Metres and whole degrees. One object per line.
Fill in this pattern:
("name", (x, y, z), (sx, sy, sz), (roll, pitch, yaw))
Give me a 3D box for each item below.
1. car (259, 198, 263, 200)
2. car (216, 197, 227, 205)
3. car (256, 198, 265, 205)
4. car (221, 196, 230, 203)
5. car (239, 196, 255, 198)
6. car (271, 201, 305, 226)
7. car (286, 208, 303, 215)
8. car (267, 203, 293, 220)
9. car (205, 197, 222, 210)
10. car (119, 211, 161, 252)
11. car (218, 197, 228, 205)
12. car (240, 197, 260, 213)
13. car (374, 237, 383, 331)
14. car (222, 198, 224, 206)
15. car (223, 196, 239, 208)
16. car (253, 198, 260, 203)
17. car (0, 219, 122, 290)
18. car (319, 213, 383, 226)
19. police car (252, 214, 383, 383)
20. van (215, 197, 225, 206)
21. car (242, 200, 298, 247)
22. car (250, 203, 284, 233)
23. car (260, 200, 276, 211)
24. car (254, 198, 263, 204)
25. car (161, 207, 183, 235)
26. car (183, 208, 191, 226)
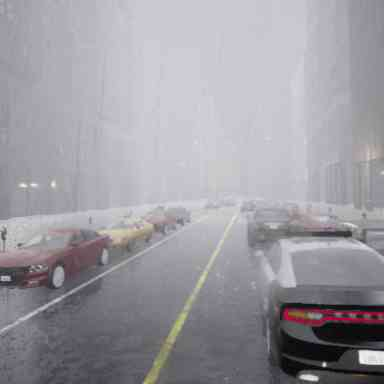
("car", (9.904, 1.696, 42.153), (1.967, 1.590, 4.097), (-2, -1, 9))
("car", (6.896, 2.086, 77.133), (2.192, 1.841, 5.009), (-2, -1, 9))
("car", (14.417, 2.069, 70.179), (1.802, 1.307, 4.206), (-2, -1, 9))
("car", (9.602, 2.227, 93.948), (2.192, 1.841, 5.009), (-2, -1, 9))
("car", (9.217, 1.928, 55.254), (2.128, 1.511, 4.902), (-2, -1, 9))
("car", (7.198, 1.558, 25.337), (1.967, 1.590, 4.097), (-2, -1, 9))
("car", (5.397, 1.573, 14.126), (1.887, 1.381, 4.507), (-2, -1, 9))
("car", (8.103, 1.730, 30.941), (1.947, 1.339, 4.313), (-2, -1, 9))
("car", (3.292, 2.025, 54.710), (1.967, 1.590, 4.097), (-2, -1, 9))
("car", (-3.045, 1.789, 15.305), (1.752, 1.417, 4.829), (-2, -1, 9))
("car", (7.798, 2.133, 82.738), (2.192, 1.841, 5.009), (-2, -1, 9))
("car", (7.206, 1.824, 42.616), (2.128, 1.511, 4.902), (-2, -1, 10))
("car", (3.621, 1.468, 3.083), (1.752, 1.417, 4.829), (-2, -1, 9))
("car", (4.197, 2.182, 60.314), (2.008, 1.369, 4.403), (-2, -1, 9))
("car", (7.238, 2.076, 61.835), (1.837, 1.490, 4.892), (-2, -1, 9))
("car", (18.024, 2.257, 92.600), (1.802, 1.307, 4.206), (-2, -1, 9))
("car", (-3.919, 1.766, 9.868), (1.887, 1.381, 4.507), (-2, -1, 9))
("car", (4.493, 1.424, 8.522), (1.967, 1.590, 4.097), (-2, -1, 9))
("police car", (2.172, 1.439, 5.817), (1.930, 1.638, 5.238), (-2, -1, 9))
("van", (5.995, 2.066, 71.527), (1.690, 1.788, 3.998), (-2, -1, 9))
("car", (3.602, 1.444, 15.559), (2.097, 1.767, 4.553), (-2, -1, 8))
("car", (4.727, 1.593, 21.692), (1.801, 1.575, 5.366), (-2, -1, 9))
("car", (10.809, 1.867, 47.757), (1.947, 1.339, 4.313), (-2, -1, 9))
("car", (16.219, 2.132, 81.390), (2.008, 1.369, 4.403), (-2, -1, 9))
("car", (-2.115, 1.855, 21.078), (1.887, 1.381, 4.507), (-2, -1, 9))
("car", (-1.213, 1.921, 26.683), (1.947, 1.339, 4.313), (-2, -1, 9))
